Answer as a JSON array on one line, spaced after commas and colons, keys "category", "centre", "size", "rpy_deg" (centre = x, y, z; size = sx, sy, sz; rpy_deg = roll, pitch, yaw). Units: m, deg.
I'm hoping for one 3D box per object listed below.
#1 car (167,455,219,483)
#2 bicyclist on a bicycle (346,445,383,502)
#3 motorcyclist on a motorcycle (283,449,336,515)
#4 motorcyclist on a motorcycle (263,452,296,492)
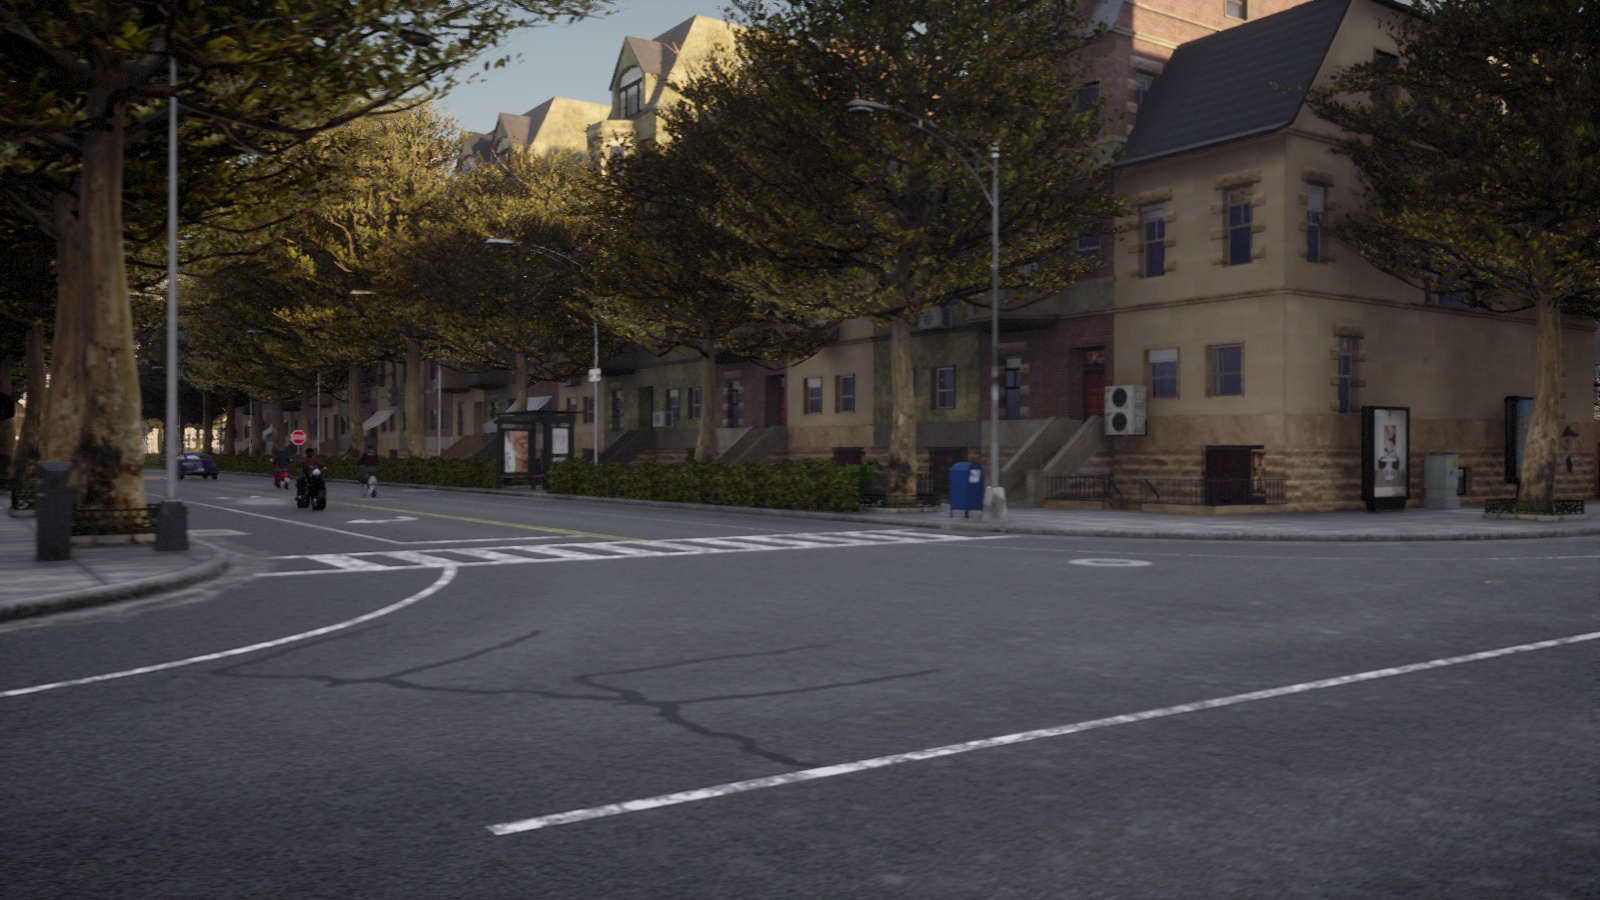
[{"category": "car", "centre": [-32.712, 1.005, 67.595], "size": [1.812, 1.442, 4.674], "rpy_deg": [0, 0, -35]}, {"category": "bicyclist on a bicycle", "centre": [-14.062, 0.744, 40.564], "size": [0.659, 1.776, 1.843], "rpy_deg": [0, 0, -35]}, {"category": "motorcyclist on a motorcycle", "centre": [-12.665, 0.801, 32.386], "size": [0.766, 1.649, 2.350], "rpy_deg": [0, 0, -34]}, {"category": "motorcyclist on a motorcycle", "centre": [-20.934, 0.866, 50.519], "size": [0.866, 1.590, 1.817], "rpy_deg": [0, 0, -35]}]
